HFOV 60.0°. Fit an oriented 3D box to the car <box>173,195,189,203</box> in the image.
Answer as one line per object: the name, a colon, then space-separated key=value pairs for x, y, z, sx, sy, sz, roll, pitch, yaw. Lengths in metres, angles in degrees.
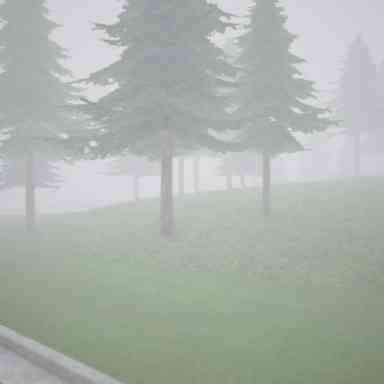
car: x=-3.342 y=1.489 z=73.103 sx=1.837 sy=1.490 sz=4.892 roll=0 pitch=0 yaw=35

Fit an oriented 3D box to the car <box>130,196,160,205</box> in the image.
car: x=-8.362 y=1.549 z=59.815 sx=1.812 sy=1.442 sz=4.674 roll=0 pitch=0 yaw=35

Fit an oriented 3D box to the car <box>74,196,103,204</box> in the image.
car: x=-19.438 y=1.532 z=64.109 sx=2.128 sy=1.511 sz=4.902 roll=0 pitch=0 yaw=36

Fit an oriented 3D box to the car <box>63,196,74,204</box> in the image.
car: x=-22.321 y=1.511 z=66.060 sx=1.882 sy=1.535 sz=5.008 roll=0 pitch=0 yaw=35

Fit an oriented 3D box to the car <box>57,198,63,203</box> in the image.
car: x=-25.187 y=1.559 z=68.069 sx=1.812 sy=1.442 sz=4.674 roll=0 pitch=0 yaw=35

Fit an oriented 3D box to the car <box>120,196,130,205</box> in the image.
car: x=-11.224 y=1.551 z=61.829 sx=1.812 sy=1.442 sz=4.674 roll=0 pitch=0 yaw=35
